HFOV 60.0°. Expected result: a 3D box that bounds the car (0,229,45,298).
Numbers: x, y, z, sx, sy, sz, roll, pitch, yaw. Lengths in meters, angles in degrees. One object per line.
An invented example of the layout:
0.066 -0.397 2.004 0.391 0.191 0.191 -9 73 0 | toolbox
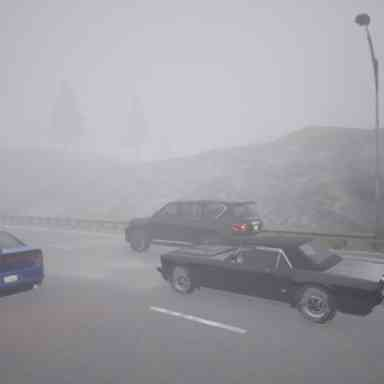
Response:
-5.567 1.569 7.960 5.008 1.535 1.882 0 0 35 | car

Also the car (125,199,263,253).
-0.050 1.297 12.623 5.566 2.045 2.150 0 0 35 | car

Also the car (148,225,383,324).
1.512 1.630 7.213 4.718 1.301 1.895 -1 0 35 | car
